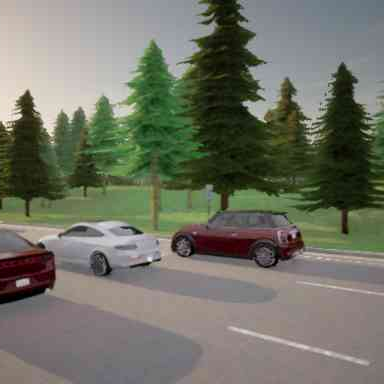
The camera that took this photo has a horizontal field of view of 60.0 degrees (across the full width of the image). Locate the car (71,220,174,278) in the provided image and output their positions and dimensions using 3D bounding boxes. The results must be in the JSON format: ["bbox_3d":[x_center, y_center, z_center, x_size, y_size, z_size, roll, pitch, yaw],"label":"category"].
[{"bbox_3d":[-3.037,1.616,10.456,4.674,1.442,1.812,-1,0,35],"label":"car"}]

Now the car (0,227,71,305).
[{"bbox_3d":[-5.199,1.570,7.699,5.008,1.535,1.882,0,0,35],"label":"car"}]

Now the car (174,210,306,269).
[{"bbox_3d":[1.435,1.410,11.566,4.553,1.767,2.097,-1,0,35],"label":"car"}]
